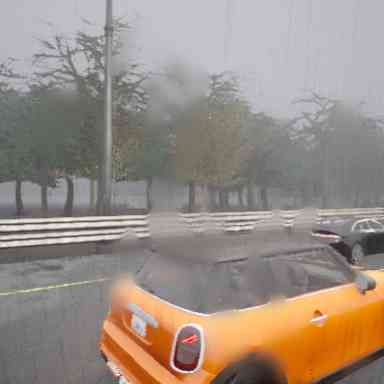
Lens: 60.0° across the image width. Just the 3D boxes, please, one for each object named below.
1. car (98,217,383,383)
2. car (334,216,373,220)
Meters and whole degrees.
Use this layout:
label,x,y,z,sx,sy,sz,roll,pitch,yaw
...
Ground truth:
label,x,y,z,sx,sy,sz,roll,pitch,yaw
car,1.185,1.396,4.593,4.553,1.767,2.097,1,-1,-35
car,5.945,1.643,12.283,4.902,1.511,2.128,1,0,-35
